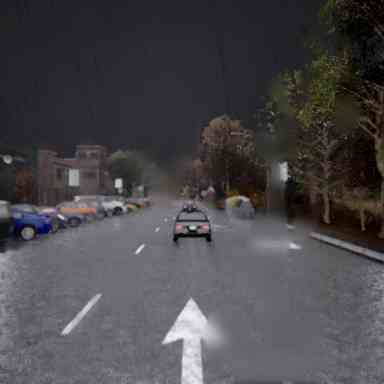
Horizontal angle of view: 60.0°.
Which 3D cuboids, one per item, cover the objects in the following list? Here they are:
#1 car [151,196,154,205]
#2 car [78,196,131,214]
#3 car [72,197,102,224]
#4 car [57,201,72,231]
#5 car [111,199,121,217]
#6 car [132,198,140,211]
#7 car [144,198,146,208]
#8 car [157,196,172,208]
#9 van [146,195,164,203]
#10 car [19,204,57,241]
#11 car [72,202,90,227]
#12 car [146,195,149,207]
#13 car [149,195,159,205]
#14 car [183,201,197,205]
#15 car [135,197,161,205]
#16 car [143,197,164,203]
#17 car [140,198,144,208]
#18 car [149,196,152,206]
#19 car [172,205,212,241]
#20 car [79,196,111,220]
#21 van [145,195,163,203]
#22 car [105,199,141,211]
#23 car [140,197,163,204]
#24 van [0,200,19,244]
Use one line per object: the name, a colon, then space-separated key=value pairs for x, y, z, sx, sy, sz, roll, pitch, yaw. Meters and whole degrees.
car: x=-9.693 y=1.922 z=58.318 sx=4.674 sy=1.452 sz=2.002 roll=-1 pitch=-1 yaw=-20
car: x=-9.568 y=1.440 z=34.317 sx=5.566 sy=2.045 sz=2.435 roll=-1 pitch=-1 yaw=-20
car: x=-9.525 y=1.508 z=25.301 sx=4.553 sy=1.767 sz=2.185 roll=-1 pitch=0 yaw=-20
car: x=-9.563 y=1.474 z=19.284 sx=4.553 sy=1.767 sz=2.185 roll=-1 pitch=-1 yaw=-20
car: x=-9.554 y=1.701 z=31.315 sx=4.792 sy=1.488 sz=2.163 roll=-1 pitch=-1 yaw=-20
car: x=-9.438 y=1.729 z=40.375 sx=5.366 sy=1.575 sz=1.946 roll=-1 pitch=-1 yaw=-20
car: x=-9.680 y=1.679 z=49.307 sx=4.553 sy=1.767 sz=2.185 roll=-1 pitch=-1 yaw=-20
car: x=-4.428 y=1.904 z=56.779 sx=1.812 sy=1.442 sz=4.674 roll=0 pitch=0 yaw=0
van: x=-10.148 y=1.846 z=91.283 sx=4.442 sy=1.987 sz=1.878 roll=-1 pitch=1 yaw=-21
car: x=-9.505 y=1.583 z=16.280 sx=5.008 sy=1.535 sz=2.097 roll=-1 pitch=0 yaw=-20
car: x=-9.544 y=1.657 z=22.291 sx=4.674 sy=1.452 sz=2.002 roll=-1 pitch=-1 yaw=-20
car: x=-9.693 y=1.704 z=52.308 sx=4.553 sy=1.767 sz=2.185 roll=-1 pitch=-1 yaw=-20
car: x=-9.760 y=1.966 z=67.318 sx=4.892 sy=1.521 sz=2.231 roll=-1 pitch=-1 yaw=-20
car: x=-0.276 y=1.866 z=43.467 sx=1.895 sy=1.301 sz=4.718 roll=0 pitch=0 yaw=0
car: x=-9.630 y=2.016 z=73.386 sx=5.366 sy=1.575 sz=1.946 roll=-1 pitch=-1 yaw=-21
car: x=-9.949 y=2.093 z=85.337 sx=5.008 sy=1.535 sz=2.097 roll=-1 pitch=0 yaw=-21
car: x=-9.613 y=1.505 z=43.334 sx=5.566 sy=2.045 sz=2.435 roll=-1 pitch=-1 yaw=-20
car: x=-9.647 y=1.884 z=55.327 sx=4.792 sy=1.488 sz=2.163 roll=-1 pitch=-1 yaw=-20
car: x=-0.003 y=1.642 z=17.137 sx=2.033 sy=1.411 sz=5.357 roll=0 pitch=0 yaw=-1
car: x=-9.537 y=1.526 z=28.302 sx=4.553 sy=1.767 sz=2.185 roll=-1 pitch=0 yaw=-20
van: x=-10.101 y=1.857 z=88.282 sx=4.442 sy=1.987 sz=1.878 roll=-1 pitch=1 yaw=-21
car: x=-9.631 y=1.820 z=46.309 sx=4.674 sy=1.452 sz=2.002 roll=-1 pitch=0 yaw=-20
car: x=-10.070 y=2.095 z=82.267 sx=5.366 sy=1.575 sz=1.946 roll=-1 pitch=0 yaw=-21
van: x=-9.606 y=1.342 z=13.236 sx=4.442 sy=1.987 sz=1.878 roll=-1 pitch=0 yaw=-20
